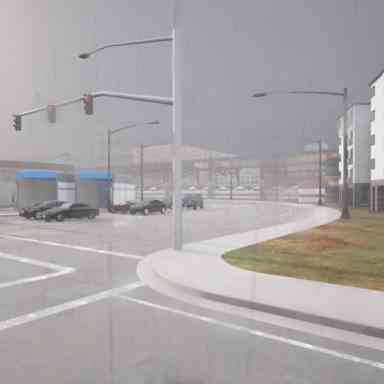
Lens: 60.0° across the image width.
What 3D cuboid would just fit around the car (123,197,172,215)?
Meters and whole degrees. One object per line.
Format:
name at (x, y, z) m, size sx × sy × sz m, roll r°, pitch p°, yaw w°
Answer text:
car at (-4.459, 1.505, 34.031) m, size 1.837 × 1.490 × 4.892 m, roll 0°, pitch 0°, yaw 30°

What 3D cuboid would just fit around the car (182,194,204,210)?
car at (-0.030, 1.221, 43.744) m, size 2.150 × 2.045 × 5.566 m, roll 0°, pitch 0°, yaw 16°

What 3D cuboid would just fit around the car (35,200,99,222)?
car at (-9.590, 1.526, 26.544) m, size 1.812 × 1.442 × 4.674 m, roll 0°, pitch 0°, yaw 36°

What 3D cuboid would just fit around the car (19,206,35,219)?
car at (-12.299, 1.505, 28.770) m, size 1.837 × 1.490 × 4.892 m, roll 0°, pitch 0°, yaw 36°

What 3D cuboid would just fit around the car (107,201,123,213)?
car at (-7.067, 1.601, 36.378) m, size 1.895 × 1.301 × 4.718 m, roll 0°, pitch 0°, yaw 30°
